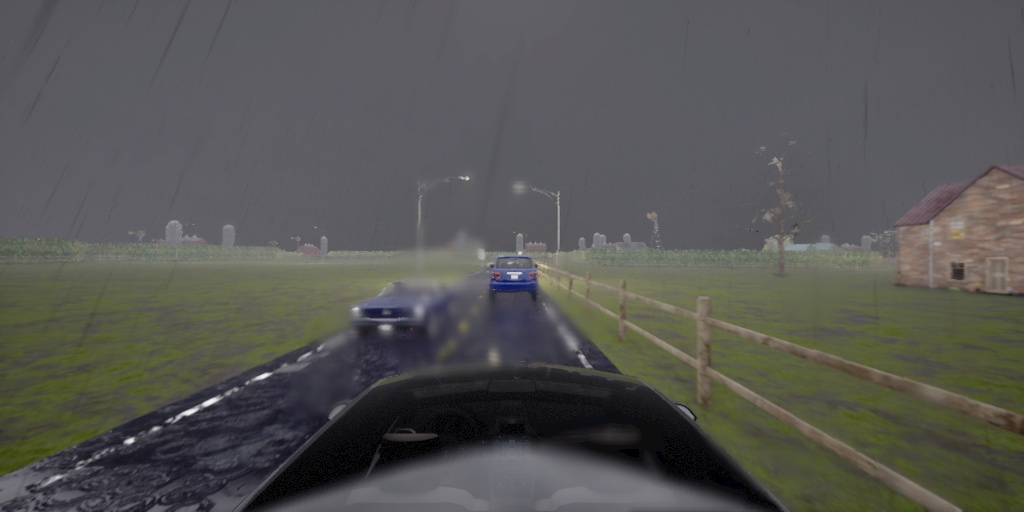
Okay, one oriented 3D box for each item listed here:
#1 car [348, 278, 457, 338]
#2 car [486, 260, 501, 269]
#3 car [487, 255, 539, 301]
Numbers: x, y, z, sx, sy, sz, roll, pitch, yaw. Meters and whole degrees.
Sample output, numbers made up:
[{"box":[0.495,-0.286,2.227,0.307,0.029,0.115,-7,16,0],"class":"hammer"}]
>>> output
[{"box":[-2.848,1.349,10.382,1.895,1.301,4.718,0,0,0],"class":"car"},{"box":[-2.782,1.304,54.718,1.895,1.301,4.718,0,0,1],"class":"car"},{"box":[0.105,0.966,17.565,2.150,2.045,5.566,0,0,0],"class":"car"}]
